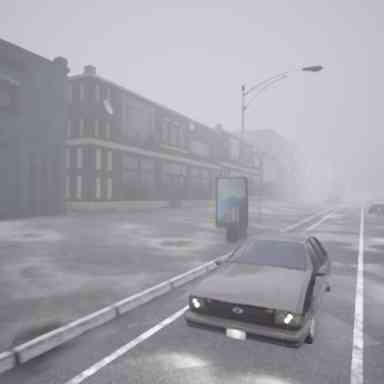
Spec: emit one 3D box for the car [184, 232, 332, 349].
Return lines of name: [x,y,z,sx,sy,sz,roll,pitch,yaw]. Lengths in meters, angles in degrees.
car: [1.826,1.600,6.974,2.033,1.411,5.357,0,0,27]

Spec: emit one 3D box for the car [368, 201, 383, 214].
car: [21.129,1.690,37.712,1.812,1.442,4.674,0,0,27]
